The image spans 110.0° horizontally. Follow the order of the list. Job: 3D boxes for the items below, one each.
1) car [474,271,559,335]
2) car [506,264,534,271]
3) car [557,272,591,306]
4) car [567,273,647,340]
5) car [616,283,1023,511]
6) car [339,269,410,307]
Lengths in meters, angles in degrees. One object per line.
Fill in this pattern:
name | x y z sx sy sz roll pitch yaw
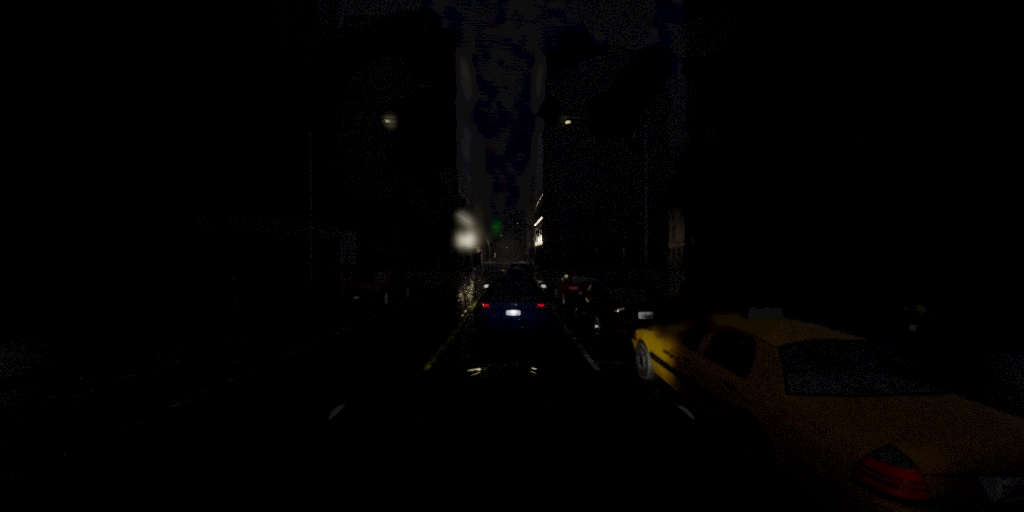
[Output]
car | 0.080 1.300 10.429 1.994 1.385 4.181 0 0 1
car | 0.491 1.240 24.528 1.812 1.442 4.674 0 0 5
car | 2.866 1.310 15.325 1.802 1.307 4.207 0 0 0
car | 2.869 1.303 9.740 1.948 1.339 4.313 0 0 0
car | 2.873 1.271 4.323 1.751 1.417 4.829 0 0 0
car | -5.679 1.274 15.317 1.888 1.381 4.507 0 0 0
